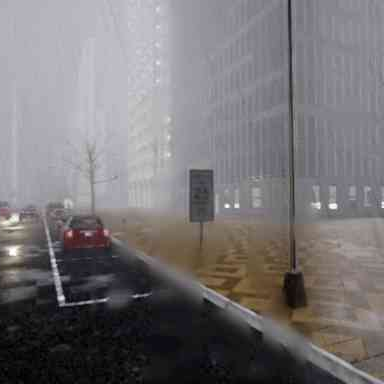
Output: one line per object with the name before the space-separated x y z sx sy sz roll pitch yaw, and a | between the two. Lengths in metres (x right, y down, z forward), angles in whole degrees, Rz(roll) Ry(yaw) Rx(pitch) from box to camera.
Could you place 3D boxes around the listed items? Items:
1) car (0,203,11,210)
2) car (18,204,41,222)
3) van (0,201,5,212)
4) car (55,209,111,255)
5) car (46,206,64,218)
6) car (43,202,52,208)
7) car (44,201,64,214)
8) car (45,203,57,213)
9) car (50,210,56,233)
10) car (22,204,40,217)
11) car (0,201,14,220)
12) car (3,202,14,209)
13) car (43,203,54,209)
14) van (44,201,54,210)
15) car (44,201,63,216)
car | -38.626 2.983 68.418 1.947 1.339 4.313 1 -1 -24
car | -16.785 2.198 34.360 2.128 1.511 4.902 0 -1 -24
van | -33.904 2.546 58.072 1.690 1.788 3.998 1 -1 -24
car | -4.921 1.744 15.002 1.967 1.590 4.097 1 -1 -24
car | -12.112 2.202 30.473 1.802 1.307 4.206 1 -1 -24
car | -35.712 3.233 82.226 2.008 1.369 4.403 1 -1 -24
car | -16.831 2.147 40.829 2.192 1.841 5.009 1 -1 -24
car | -23.982 2.678 56.505 1.752 1.417 4.829 1 -1 -24
car | -7.333 1.975 20.151 1.947 1.339 4.313 1 -1 -24
car | -21.054 2.373 43.615 1.882 1.535 5.008 0 -1 -24
car | -21.111 1.978 36.483 2.150 2.045 5.566 0 -1 -25
car | -43.346 3.182 78.769 2.008 1.369 4.403 1 -1 -24
car | -30.992 3.019 71.875 2.008 1.369 4.403 1 -1 -24
van | -28.631 2.703 66.705 1.690 1.788 3.998 1 -1 -24
car | -19.191 2.253 46.004 2.192 1.841 5.009 1 -1 -24
